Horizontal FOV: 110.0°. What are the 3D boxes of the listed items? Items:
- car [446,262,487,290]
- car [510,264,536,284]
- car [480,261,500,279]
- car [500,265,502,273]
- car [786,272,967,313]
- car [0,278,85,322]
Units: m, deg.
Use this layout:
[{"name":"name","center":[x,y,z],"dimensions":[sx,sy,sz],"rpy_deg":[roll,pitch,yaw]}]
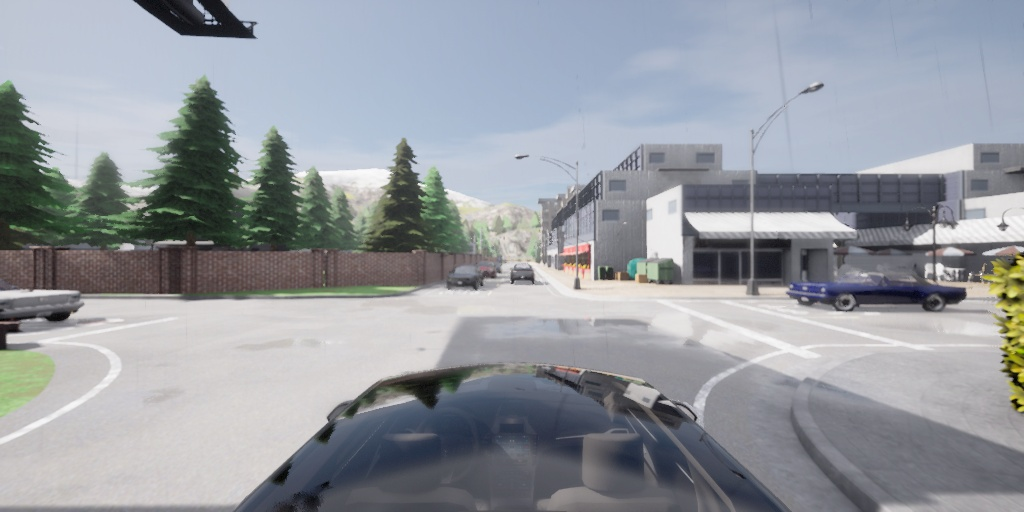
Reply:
[{"name":"car","center":[-2.995,1.349,23.629],"dimensions":[1.882,1.535,5.008],"rpy_deg":[0,-1,2]},{"name":"car","center":[0.869,1.395,29.156],"dimensions":[2.128,1.511,4.902],"rpy_deg":[0,0,2]},{"name":"car","center":[-2.652,1.288,35.124],"dimensions":[2.097,1.767,4.553],"rpy_deg":[0,0,2]},{"name":"car","center":[-2.321,1.501,45.936],"dimensions":[1.837,1.490,4.892],"rpy_deg":[0,0,2]},{"name":"car","center":[12.687,1.240,12.773],"dimensions":[4.718,1.301,1.895],"rpy_deg":[0,0,2]},{"name":"car","center":[-14.462,1.213,9.395],"dimensions":[4.718,1.301,1.895],"rpy_deg":[0,0,0]}]
